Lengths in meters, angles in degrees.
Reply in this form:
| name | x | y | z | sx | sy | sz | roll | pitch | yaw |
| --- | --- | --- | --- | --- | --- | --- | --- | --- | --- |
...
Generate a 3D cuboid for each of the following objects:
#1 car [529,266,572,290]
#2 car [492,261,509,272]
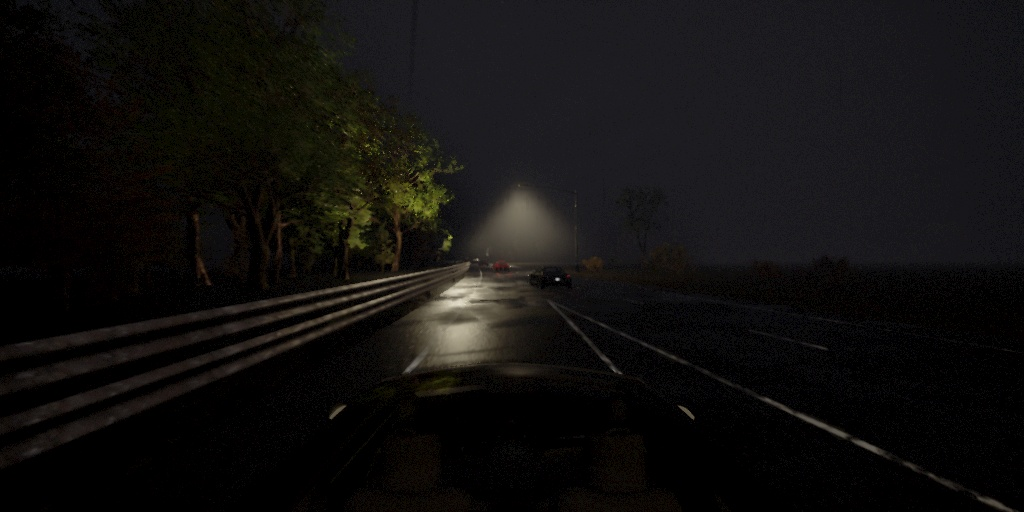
| name | x | y | z | sx | sy | sz | roll | pitch | yaw |
| --- | --- | --- | --- | --- | --- | --- | --- | --- | --- |
| car | 2.362 | 1.335 | 22.891 | 1.994 | 1.385 | 4.181 | 0 | 0 | -9 |
| car | -1.479 | 1.372 | 46.932 | 1.812 | 1.442 | 4.674 | 0 | 0 | -9 |
